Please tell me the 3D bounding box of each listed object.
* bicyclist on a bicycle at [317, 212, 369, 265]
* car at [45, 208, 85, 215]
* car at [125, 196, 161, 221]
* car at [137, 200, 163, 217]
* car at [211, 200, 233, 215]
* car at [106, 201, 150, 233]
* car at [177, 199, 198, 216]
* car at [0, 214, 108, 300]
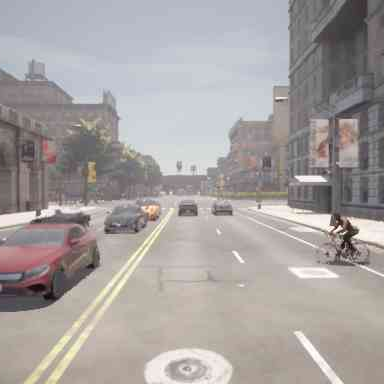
[{"bbox_3d":[4.661,1.446,10.282,1.656,1.620,0.582,-1,0,-1],"label":"bicyclist on a bicycle"},{"bbox_3d":[-7.322,1.601,18.945,1.895,1.301,4.718,0,0,0],"label":"car"},{"bbox_3d":[-3.873,1.352,27.333,2.097,1.767,4.553,0,0,-1],"label":"car"},{"bbox_3d":[-4.072,1.547,33.076,2.033,1.411,5.357,0,0,-1],"label":"car"},{"bbox_3d":[3.015,1.547,34.034,2.033,1.411,5.357,0,0,-1],"label":"car"},{"bbox_3d":[-3.865,1.506,19.805,1.837,1.490,4.892,0,0,-1],"label":"car"},{"bbox_3d":[-0.416,1.506,33.057,1.837,1.490,4.892,0,0,-1],"label":"car"},{"bbox_3d":[-3.704,1.525,8.499,1.812,1.442,4.674,0,0,-1],"label":"car"}]
